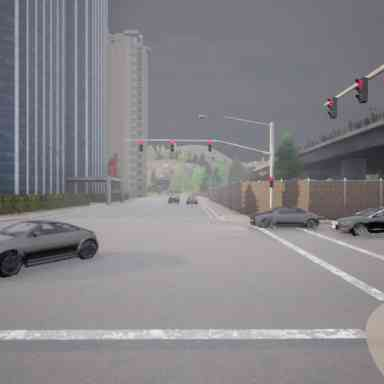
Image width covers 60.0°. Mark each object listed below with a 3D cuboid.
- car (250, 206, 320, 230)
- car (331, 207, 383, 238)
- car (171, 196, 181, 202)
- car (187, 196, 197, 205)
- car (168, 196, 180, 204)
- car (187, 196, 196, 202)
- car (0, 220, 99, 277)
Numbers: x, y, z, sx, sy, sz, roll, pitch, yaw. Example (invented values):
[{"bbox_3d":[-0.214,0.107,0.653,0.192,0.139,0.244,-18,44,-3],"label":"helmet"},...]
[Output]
[{"bbox_3d":[5.815,1.610,20.987,4.181,1.385,1.994,0,0,0],"label":"car"},{"bbox_3d":[9.905,1.547,17.503,4.902,1.511,2.128,0,0,0],"label":"car"},{"bbox_3d":[-3.628,1.540,74.499,2.033,1.411,5.357,0,0,0],"label":"car"},{"bbox_3d":[-0.004,1.563,61.151,1.994,1.385,4.181,0,0,0],"label":"car"},{"bbox_3d":[-3.513,1.478,64.282,1.882,1.535,5.008,0,0,0],"label":"car"},{"bbox_3d":[-0.129,1.595,74.641,1.895,1.301,4.718,0,0,0],"label":"car"},{"bbox_3d":[-4.983,1.588,10.392,1.994,1.385,4.181,0,0,32],"label":"car"}]
